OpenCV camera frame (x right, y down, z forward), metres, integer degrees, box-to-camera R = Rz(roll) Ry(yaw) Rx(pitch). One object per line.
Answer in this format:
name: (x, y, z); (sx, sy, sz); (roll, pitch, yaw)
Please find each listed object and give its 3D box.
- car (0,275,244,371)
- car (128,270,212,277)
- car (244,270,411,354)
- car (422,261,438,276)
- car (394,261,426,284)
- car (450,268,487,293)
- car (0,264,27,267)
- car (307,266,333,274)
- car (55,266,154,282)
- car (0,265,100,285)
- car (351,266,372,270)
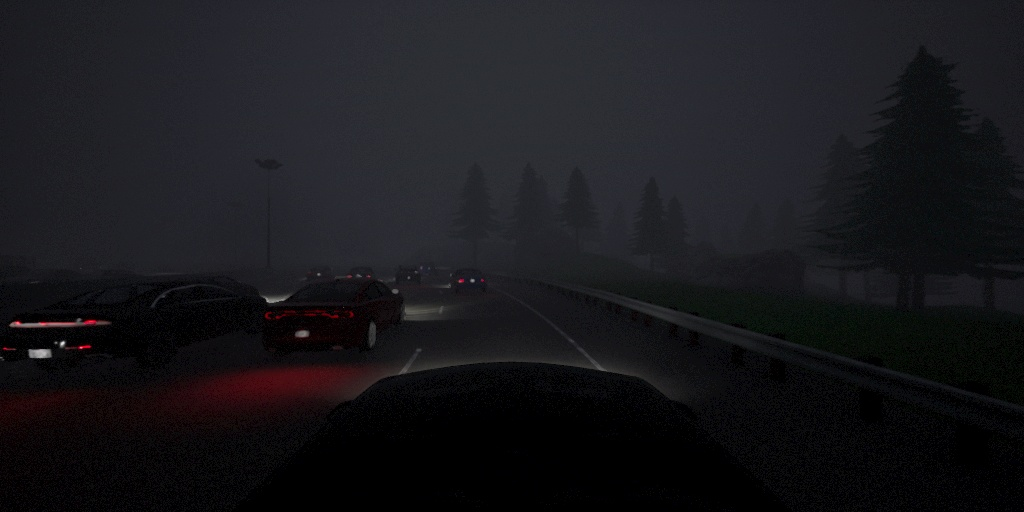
car: (-7.474, 1.305, 7.941); (2.128, 1.511, 4.902); (0, 0, -5)
car: (-11.764, 1.429, 13.870); (1.994, 1.385, 4.181); (0, 0, -9)
car: (-4.058, 1.287, 9.018); (1.882, 1.535, 5.008); (0, 0, -5)
car: (-10.088, 1.387, 41.445); (2.097, 1.767, 4.553); (0, 0, -27)
car: (-8.478, 1.442, 29.019); (2.128, 1.511, 4.902); (0, 0, -19)
car: (-2.789, 1.438, 22.391); (2.033, 1.411, 5.357); (0, 0, -13)
car: (-32.128, 1.334, 22.045); (2.097, 1.767, 4.553); (0, 0, -21)
car: (-17.544, 1.568, 32.891); (1.994, 1.385, 4.181); (0, 0, -24)
car: (-24.746, 1.522, 22.048); (1.994, 1.385, 4.181); (0, 0, -19)
car: (-28.362, 1.495, 21.946); (1.812, 1.442, 4.674); (0, 0, -20)
car: (-11.452, 1.496, 27.232); (2.033, 1.411, 5.357); (0, 0, -19)
